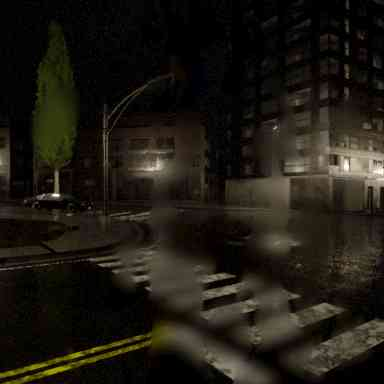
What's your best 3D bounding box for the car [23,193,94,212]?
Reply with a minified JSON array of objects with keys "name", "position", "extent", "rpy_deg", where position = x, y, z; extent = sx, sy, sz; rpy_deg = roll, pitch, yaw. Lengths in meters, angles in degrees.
[{"name":"car","position":[-10.548,0.787,26.294],"extent":[5.357,1.411,2.033],"rpy_deg":[1,0,11]}]
